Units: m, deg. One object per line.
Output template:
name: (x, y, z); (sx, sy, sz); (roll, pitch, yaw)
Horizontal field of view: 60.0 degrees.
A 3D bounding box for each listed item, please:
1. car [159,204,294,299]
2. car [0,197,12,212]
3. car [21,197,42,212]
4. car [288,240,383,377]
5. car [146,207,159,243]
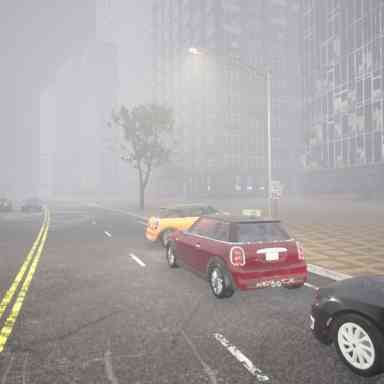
car: (0.860, 1.355, 8.871); (2.097, 1.767, 4.553); (0, 0, -22)
car: (-21.884, 1.391, 38.042); (2.097, 1.767, 4.553); (0, 0, -24)
car: (-18.918, 1.393, 39.370); (2.097, 1.767, 4.553); (0, 0, -24)
car: (3.607, 1.505, 3.406); (1.837, 1.490, 4.892); (0, 0, -36)
car: (0.338, 1.276, 14.481); (4.553, 1.767, 2.097); (-3, 1, -18)
